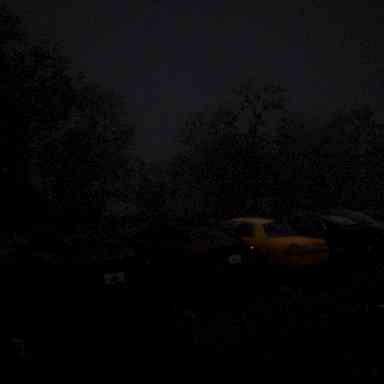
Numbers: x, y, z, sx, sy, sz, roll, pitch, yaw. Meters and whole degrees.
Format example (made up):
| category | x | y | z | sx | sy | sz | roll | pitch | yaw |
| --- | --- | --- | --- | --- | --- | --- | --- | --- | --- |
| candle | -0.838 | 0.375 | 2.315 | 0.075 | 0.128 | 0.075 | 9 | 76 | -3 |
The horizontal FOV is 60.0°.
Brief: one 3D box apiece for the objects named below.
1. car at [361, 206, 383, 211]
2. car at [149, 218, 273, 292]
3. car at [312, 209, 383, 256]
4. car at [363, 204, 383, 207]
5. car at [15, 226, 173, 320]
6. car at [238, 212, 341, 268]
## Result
| category | x | y | z | sx | sy | sz | roll | pitch | yaw |
| --- | --- | --- | --- | --- | --- | --- | --- | --- | --- |
| car | 6.379 | 1.501 | 14.008 | 2.231 | 1.521 | 4.892 | 0 | 0 | -36 |
| car | -0.414 | 1.517 | 9.188 | 2.163 | 1.488 | 4.792 | 0 | 0 | -36 |
| car | 4.126 | 1.497 | 12.385 | 2.231 | 1.521 | 4.892 | 0 | 0 | -36 |
| car | 8.534 | 1.501 | 15.766 | 1.946 | 1.575 | 5.366 | 0 | 0 | -36 |
| car | -2.674 | 1.513 | 7.575 | 2.163 | 1.488 | 4.792 | 0 | 0 | -36 |
| car | 1.755 | 1.488 | 10.928 | 1.946 | 1.575 | 5.366 | 0 | 0 | -36 |
